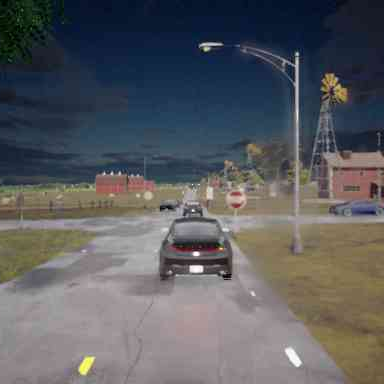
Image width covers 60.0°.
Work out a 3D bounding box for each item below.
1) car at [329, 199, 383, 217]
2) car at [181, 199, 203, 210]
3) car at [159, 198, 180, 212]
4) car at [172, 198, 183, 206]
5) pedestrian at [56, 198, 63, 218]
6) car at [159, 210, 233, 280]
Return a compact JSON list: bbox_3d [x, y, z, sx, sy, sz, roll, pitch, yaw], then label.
[{"bbox_3d":[13.507,1.271,27.292,4.181,1.385,1.994,-1,1,-2],"label":"car"},{"bbox_3d":[0.104,1.572,33.170,1.812,1.442,4.674,0,0,0],"label":"car"},{"bbox_3d":[-2.869,1.675,40.088,1.895,1.301,4.718,0,0,1],"label":"car"},{"bbox_3d":[-2.758,1.815,63.076,1.994,1.385,4.181,0,-1,0],"label":"car"},{"bbox_3d":[-12.149,1.471,30.448,0.375,1.860,0.375,0,2,0],"label":"pedestrian"},{"bbox_3d":[0.101,1.506,9.970,1.837,1.490,4.892,0,0,0],"label":"car"}]
